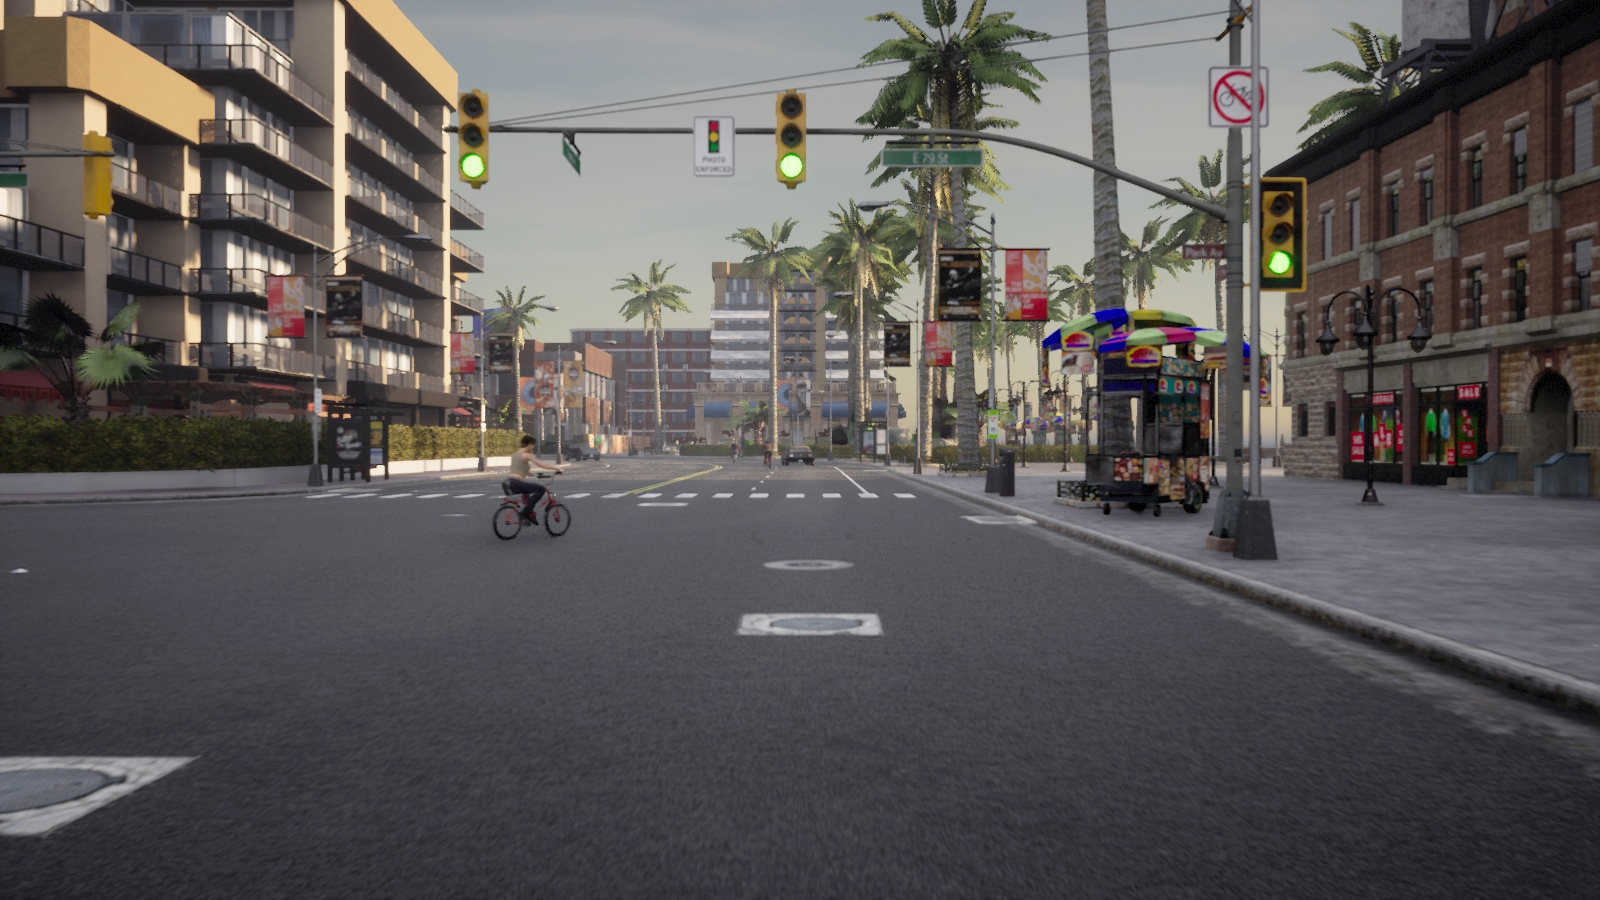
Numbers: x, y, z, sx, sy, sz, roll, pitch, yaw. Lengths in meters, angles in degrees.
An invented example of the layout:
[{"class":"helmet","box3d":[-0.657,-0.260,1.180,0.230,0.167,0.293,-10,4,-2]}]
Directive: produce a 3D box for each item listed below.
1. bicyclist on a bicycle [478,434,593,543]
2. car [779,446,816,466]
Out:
[{"class":"bicyclist on a bicycle","box3d":[-4.082,0.569,19.418,0.866,1.612,1.509,-1,-1,40]},{"class":"car","box3d":[-0.203,0.379,82.023,1.895,1.301,4.718,0,0,-6]}]
